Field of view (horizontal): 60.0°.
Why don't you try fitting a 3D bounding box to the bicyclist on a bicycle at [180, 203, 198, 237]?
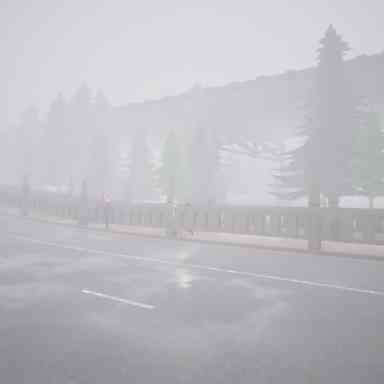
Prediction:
[{"bbox_3d":[-0.135,1.340,16.140,0.582,1.620,1.656,-4,-5,32],"label":"bicyclist on a bicycle"}]
